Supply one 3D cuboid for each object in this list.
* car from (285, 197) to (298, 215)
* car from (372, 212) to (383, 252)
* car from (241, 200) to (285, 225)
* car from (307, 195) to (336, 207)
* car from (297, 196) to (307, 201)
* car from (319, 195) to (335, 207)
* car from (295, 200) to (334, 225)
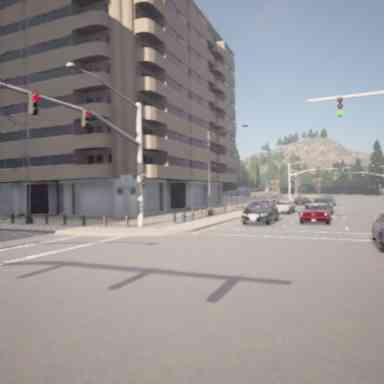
[{"bbox_3d":[8.633,1.430,31.776,1.895,1.301,4.718,-1,0,24],"label":"car"},{"bbox_3d":[7.998,1.381,12.619,1.812,1.442,4.674,-1,0,24],"label":"car"},{"bbox_3d":[4.837,1.408,23.240,2.128,1.511,4.902,-1,0,24],"label":"car"},{"bbox_3d":[12.274,1.262,31.358,1.837,1.490,4.892,-1,0,24],"label":"car"},{"bbox_3d":[15.493,1.236,47.166,1.994,1.385,4.181,-1,0,24],"label":"car"},{"bbox_3d":[17.899,1.155,43.979,1.812,1.442,4.674,-1,0,24],"label":"car"},{"bbox_3d":[8.498,1.446,22.854,1.895,1.301,4.718,-1,0,24],"label":"car"}]
